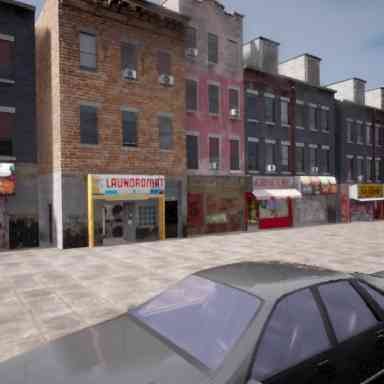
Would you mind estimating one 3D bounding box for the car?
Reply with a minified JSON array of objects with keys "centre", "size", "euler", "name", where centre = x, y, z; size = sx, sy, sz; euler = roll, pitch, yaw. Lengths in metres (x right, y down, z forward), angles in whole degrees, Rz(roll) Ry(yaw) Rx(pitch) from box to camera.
[{"centre":[0.708,1.547,3.583],"size":[5.357,1.411,2.033],"euler":[0,0,-36],"name":"car"}]
